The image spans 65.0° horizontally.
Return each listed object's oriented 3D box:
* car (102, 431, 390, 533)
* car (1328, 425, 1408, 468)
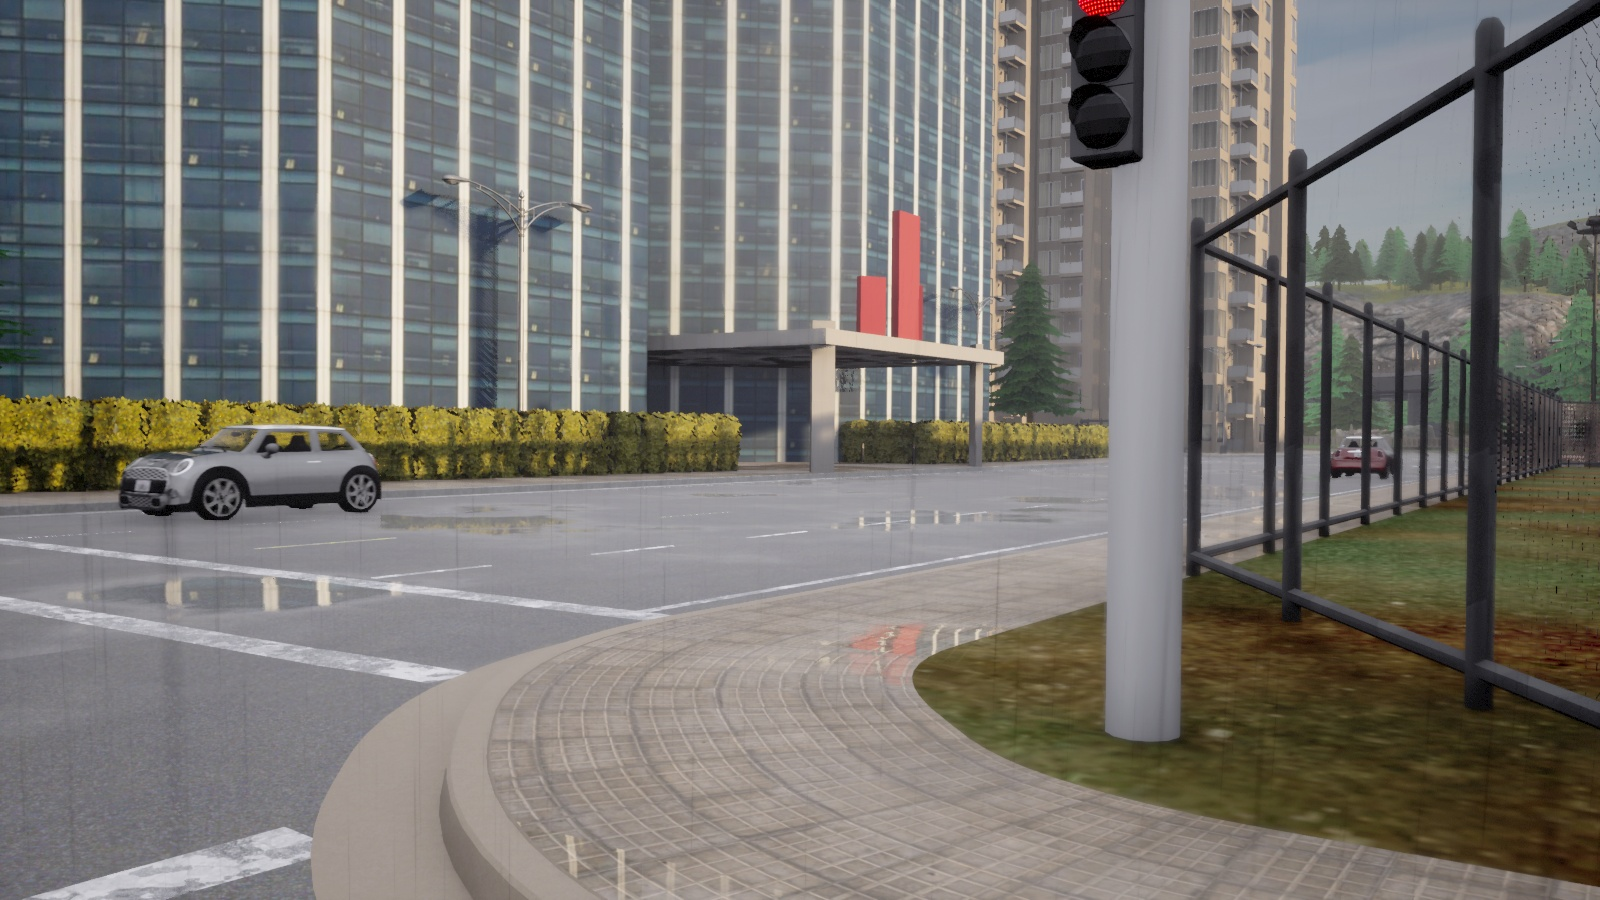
[{"bbox_3d":[-8.893,0.443,20.428,1.970,1.475,3.806,0,1,34],"label":"car"},{"bbox_3d":[20.312,-0.155,44.853,1.970,1.475,3.806,0,1,34],"label":"car"}]
